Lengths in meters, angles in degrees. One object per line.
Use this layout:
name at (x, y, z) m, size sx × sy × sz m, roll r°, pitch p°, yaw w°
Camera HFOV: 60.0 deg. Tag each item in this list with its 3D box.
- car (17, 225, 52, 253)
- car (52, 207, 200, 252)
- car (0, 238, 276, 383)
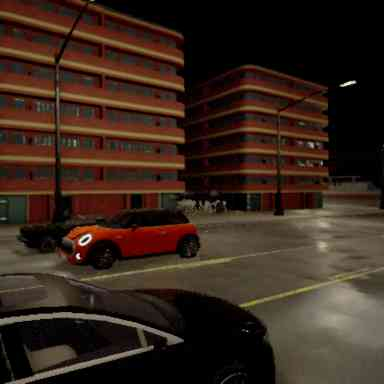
car at (-4.506, 1.614, 13.676) m, size 4.718 × 1.301 × 1.895 m, roll 0°, pitch 0°, yaw -36°
car at (-1.967, 1.369, 11.189) m, size 4.553 × 1.767 × 2.097 m, roll 0°, pitch 0°, yaw -36°
car at (-1.369, 1.492, 2.771) m, size 4.902 × 1.511 × 2.128 m, roll 0°, pitch 0°, yaw -36°
